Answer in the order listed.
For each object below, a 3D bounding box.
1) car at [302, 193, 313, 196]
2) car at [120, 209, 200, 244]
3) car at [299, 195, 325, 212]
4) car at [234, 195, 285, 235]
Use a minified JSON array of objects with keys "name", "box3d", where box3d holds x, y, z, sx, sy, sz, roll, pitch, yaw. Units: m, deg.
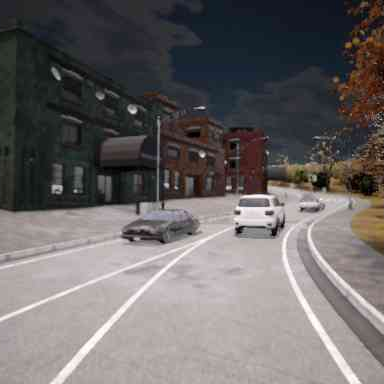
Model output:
[{"name":"car","box3d":[17.843,1.018,51.417,1.837,1.490,4.892,0,1,28]},{"name":"car","box3d":[-1.261,1.526,16.084,2.033,1.411,5.357,0,0,22]},{"name":"car","box3d":[13.024,1.358,35.859,1.895,1.301,4.718,0,1,32]},{"name":"car","box3d":[3.940,1.178,18.808,2.150,2.045,5.566,0,0,21]}]
